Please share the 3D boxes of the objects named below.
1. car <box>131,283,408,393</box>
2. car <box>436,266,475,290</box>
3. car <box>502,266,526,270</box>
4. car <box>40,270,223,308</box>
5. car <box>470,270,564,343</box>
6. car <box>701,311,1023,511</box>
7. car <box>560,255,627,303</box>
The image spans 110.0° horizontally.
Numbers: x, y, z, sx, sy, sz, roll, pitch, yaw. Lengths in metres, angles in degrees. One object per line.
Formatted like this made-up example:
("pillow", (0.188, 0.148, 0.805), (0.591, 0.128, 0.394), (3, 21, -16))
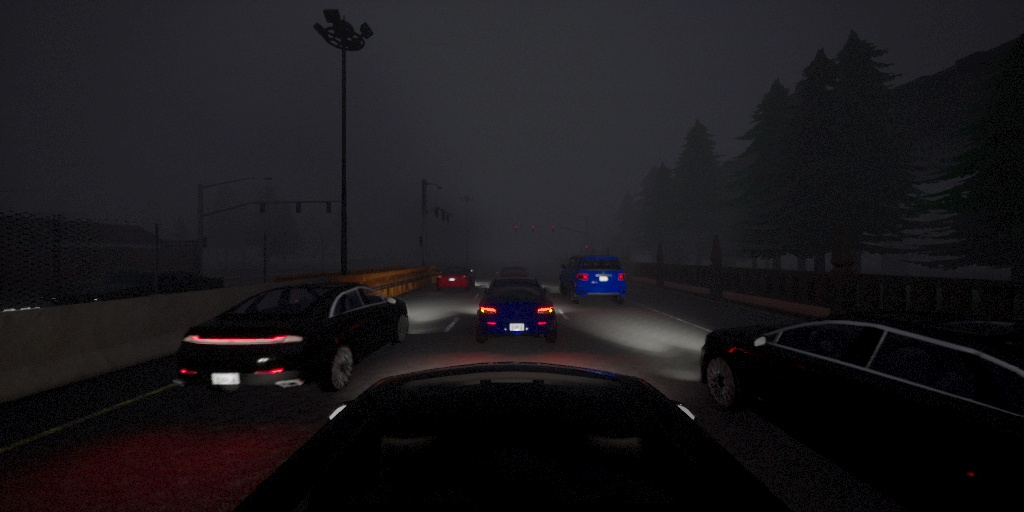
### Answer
("car", (-3.401, 1.241, 6.682), (2.128, 1.511, 4.902), (0, 0, 0))
("car", (-3.414, 1.310, 22.319), (1.994, 1.385, 4.181), (0, 0, 0))
("car", (0.097, 1.273, 19.464), (1.812, 1.442, 4.674), (0, 0, 0))
("car", (-14.096, 1.295, 14.105), (2.033, 1.411, 5.357), (0, 0, 0))
("car", (0.093, 1.275, 9.568), (1.812, 1.442, 4.674), (0, 0, 0))
("car", (3.599, 1.242, 3.170), (2.128, 1.511, 4.902), (0, 0, 0))
("car", (3.596, 0.973, 16.753), (2.150, 2.045, 5.566), (0, 0, 0))
